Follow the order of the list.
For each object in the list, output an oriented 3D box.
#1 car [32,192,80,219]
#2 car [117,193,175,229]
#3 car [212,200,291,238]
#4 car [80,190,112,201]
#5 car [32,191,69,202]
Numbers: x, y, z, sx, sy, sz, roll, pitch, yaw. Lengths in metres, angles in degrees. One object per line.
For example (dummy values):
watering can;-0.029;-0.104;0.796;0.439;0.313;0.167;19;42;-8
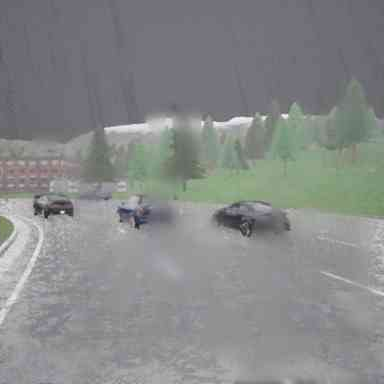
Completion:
car;-9.741;0.968;23.162;1.837;1.490;4.892;0;1;-37
car;-2.654;0.890;18.159;2.097;1.767;4.553;-1;2;-25
car;2.544;1.105;15.092;1.812;1.442;4.674;-1;2;-22
car;-13.134;0.470;44.640;5.357;1.411;2.033;1;2;32
car;-18.512;0.592;43.598;4.718;1.301;1.895;0;2;28
